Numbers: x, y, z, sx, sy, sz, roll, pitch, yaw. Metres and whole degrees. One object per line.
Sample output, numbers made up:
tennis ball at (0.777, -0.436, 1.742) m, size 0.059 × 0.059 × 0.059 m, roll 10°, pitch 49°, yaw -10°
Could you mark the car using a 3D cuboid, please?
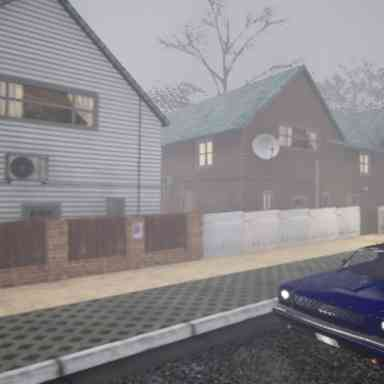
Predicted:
car at (3.540, 1.611, 5.602) m, size 4.718 × 1.301 × 1.895 m, roll 0°, pitch 0°, yaw -36°
